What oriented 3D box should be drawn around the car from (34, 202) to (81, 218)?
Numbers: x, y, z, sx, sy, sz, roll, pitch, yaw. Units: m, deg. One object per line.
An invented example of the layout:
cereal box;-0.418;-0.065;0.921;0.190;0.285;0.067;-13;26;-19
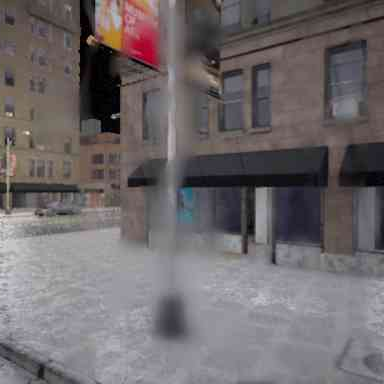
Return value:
car;-12.781;1.691;31.779;1.994;1.385;4.181;0;0;35
